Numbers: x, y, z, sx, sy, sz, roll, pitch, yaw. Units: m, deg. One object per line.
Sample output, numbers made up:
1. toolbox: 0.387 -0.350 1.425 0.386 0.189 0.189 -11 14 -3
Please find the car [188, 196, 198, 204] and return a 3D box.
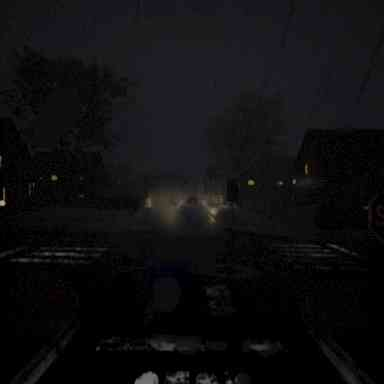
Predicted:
1. car: 0.105 1.517 63.952 1.882 1.535 5.008 0 0 0
